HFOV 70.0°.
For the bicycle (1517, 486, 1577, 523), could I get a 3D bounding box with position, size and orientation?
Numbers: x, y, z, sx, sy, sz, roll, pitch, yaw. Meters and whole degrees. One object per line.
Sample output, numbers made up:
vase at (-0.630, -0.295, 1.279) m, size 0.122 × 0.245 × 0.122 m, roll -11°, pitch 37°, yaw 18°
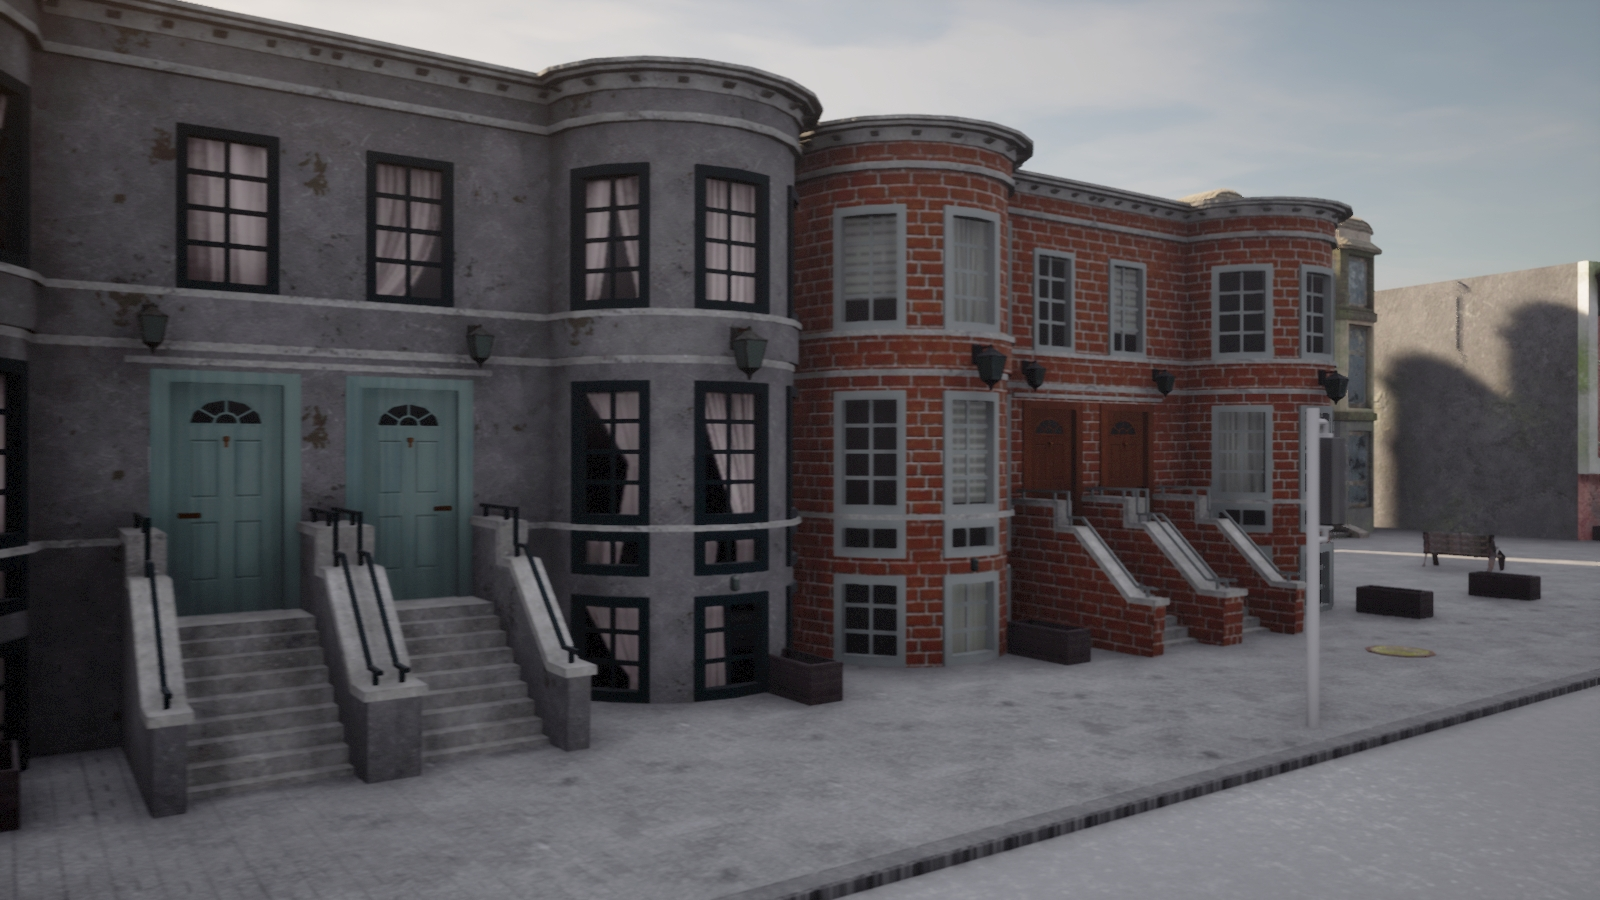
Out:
bicycle at (27.091, 1.973, 41.463) m, size 0.329 × 1.271 × 1.835 m, roll 0°, pitch 0°, yaw -36°
